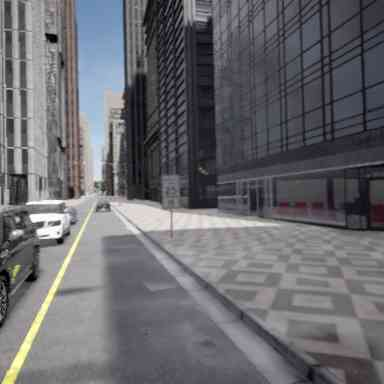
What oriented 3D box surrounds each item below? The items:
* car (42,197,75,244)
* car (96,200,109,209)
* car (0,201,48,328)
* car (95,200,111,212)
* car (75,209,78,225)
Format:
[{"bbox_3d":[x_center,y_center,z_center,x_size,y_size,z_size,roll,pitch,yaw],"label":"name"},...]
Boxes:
[{"bbox_3d":[-7.551,1.462,17.121,2.150,2.045,5.566,-1,0,-15],"label":"car"},{"bbox_3d":[-14.722,2.065,54.723,1.895,1.301,4.718,-1,0,-16],"label":"car"},{"bbox_3d":[-4.784,1.362,7.191,2.150,2.045,5.566,-1,0,-16],"label":"car"},{"bbox_3d":[-12.051,1.907,45.154,1.837,1.490,4.892,-1,0,-16],"label":"car"},{"bbox_3d":[-10.356,1.883,27.230,2.033,1.411,5.357,-1,0,-16],"label":"car"}]
